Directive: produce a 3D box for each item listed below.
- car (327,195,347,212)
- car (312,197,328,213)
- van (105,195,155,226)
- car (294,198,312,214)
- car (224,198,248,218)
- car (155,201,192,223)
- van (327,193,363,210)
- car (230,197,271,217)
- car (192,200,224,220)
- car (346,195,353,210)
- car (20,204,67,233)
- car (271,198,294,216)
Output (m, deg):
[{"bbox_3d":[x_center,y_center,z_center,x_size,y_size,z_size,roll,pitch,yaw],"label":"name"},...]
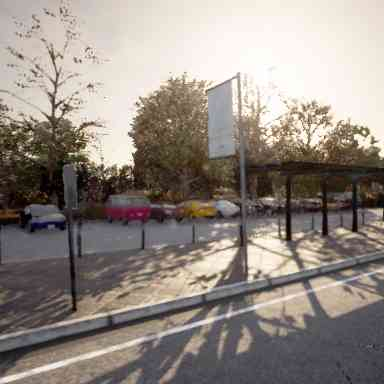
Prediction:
[{"bbox_3d":[13.553,1.365,36.197,1.946,1.575,5.366,0,0,-36],"label":"car"},{"bbox_3d":[11.172,1.406,34.757,2.163,1.488,4.792,0,0,-36],"label":"car"},{"bbox_3d":[-4.675,1.222,23.515,1.878,1.987,4.442,0,0,-36],"label":"van"},{"bbox_3d":[8.937,1.387,33.113,2.231,1.521,4.892,0,0,-36],"label":"car"},{"bbox_3d":[2.165,1.456,28.268,2.002,1.452,4.674,0,0,-36],"label":"car"},{"bbox_3d":[-2.348,1.477,25.034,2.002,1.452,4.674,0,0,-36],"label":"car"},{"bbox_3d":[18.025,1.124,39.485,1.878,1.987,4.442,0,0,-36],"label":"van"},{"bbox_3d":[4.402,1.280,29.911,2.185,1.767,4.553,0,0,-36],"label":"car"},{"bbox_3d":[-0.090,1.426,26.649,2.097,1.535,5.008,0,0,-36],"label":"car"},{"bbox_3d":[15.686,1.388,37.990,2.163,1.488,4.792,0,0,-36],"label":"car"},{"bbox_3d":[-9.102,1.499,20.165,2.163,1.488,4.792,0,0,-36],"label":"car"},{"bbox_3d":[6.674,1.395,31.507,2.097,1.535,5.008,0,0,-36],"label":"car"}]
